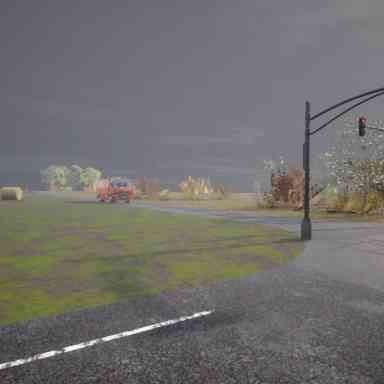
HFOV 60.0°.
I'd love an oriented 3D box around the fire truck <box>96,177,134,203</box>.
[{"bbox_3d":[-11.764,-0.354,50.031,2.891,3.827,8.468,1,0,-32],"label":"fire truck"}]
